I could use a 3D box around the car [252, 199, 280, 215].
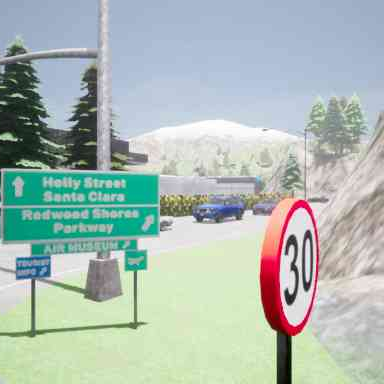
[{"bbox_3d":[8.316,1.544,36.049,2.097,1.767,4.553,0,0,36],"label":"car"}]

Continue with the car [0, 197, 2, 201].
[{"bbox_3d":[-12.436,1.505,26.016,1.905,1.878,3.866,0,0,35],"label":"car"}]

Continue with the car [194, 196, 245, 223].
[{"bbox_3d":[2.405,1.413,27.890,2.150,2.045,5.566,0,0,36],"label":"car"}]

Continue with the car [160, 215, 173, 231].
[{"bbox_3d":[-3.277,1.792,20.032,1.895,1.301,4.718,0,0,36],"label":"car"}]

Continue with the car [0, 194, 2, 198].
[{"bbox_3d":[-38.765,1.489,69.883,4.514,1.523,2.007,0,0,35],"label":"car"}]

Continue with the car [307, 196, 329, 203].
[{"bbox_3d":[28.278,1.717,74.712,2.128,1.511,4.902,0,0,-42],"label":"car"}]
